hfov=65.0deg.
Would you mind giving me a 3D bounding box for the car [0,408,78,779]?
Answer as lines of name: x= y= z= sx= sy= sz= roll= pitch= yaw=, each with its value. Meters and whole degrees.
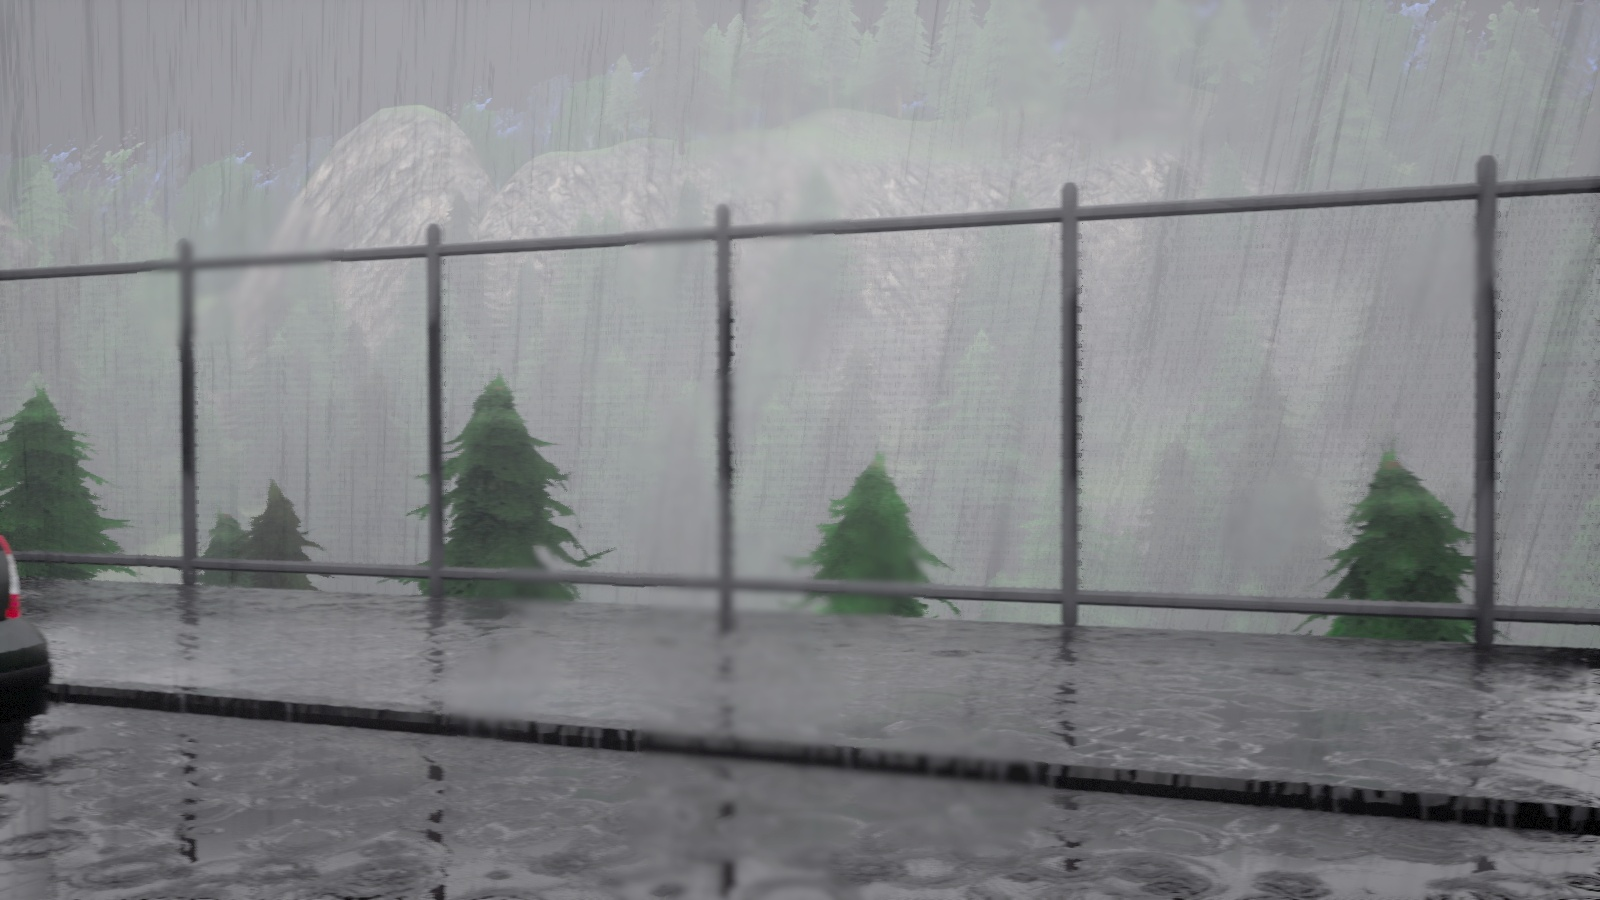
car: x=-5.537 y=0.615 z=5.579 sx=3.988 sy=1.617 sz=1.851 roll=1 pitch=1 yaw=19
